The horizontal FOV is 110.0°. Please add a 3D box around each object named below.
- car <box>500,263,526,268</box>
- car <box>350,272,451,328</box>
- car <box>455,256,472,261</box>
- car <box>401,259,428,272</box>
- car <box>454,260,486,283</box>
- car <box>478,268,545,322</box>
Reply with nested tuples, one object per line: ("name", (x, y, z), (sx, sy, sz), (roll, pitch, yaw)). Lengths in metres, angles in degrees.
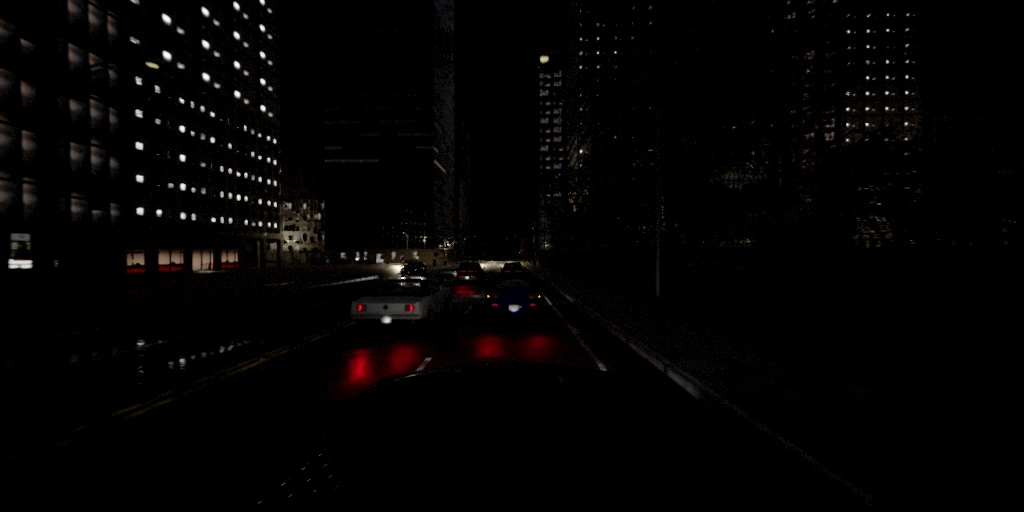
("car", (0.069, 1.270, 27.905), (1.837, 1.490, 4.892), (0, 0, 0))
("car", (-3.188, 1.356, 11.393), (1.895, 1.301, 4.718), (0, 0, 0))
("car", (-6.583, 1.003, 49.480), (2.150, 2.045, 5.566), (0, 0, 0))
("car", (-9.850, 1.296, 36.488), (1.812, 1.442, 4.674), (0, 0, 0))
("car", (-3.181, 1.270, 27.918), (1.837, 1.490, 4.892), (0, 0, 0))
("car", (0.065, 1.282, 12.146), (1.812, 1.442, 4.674), (0, -1, 0))
